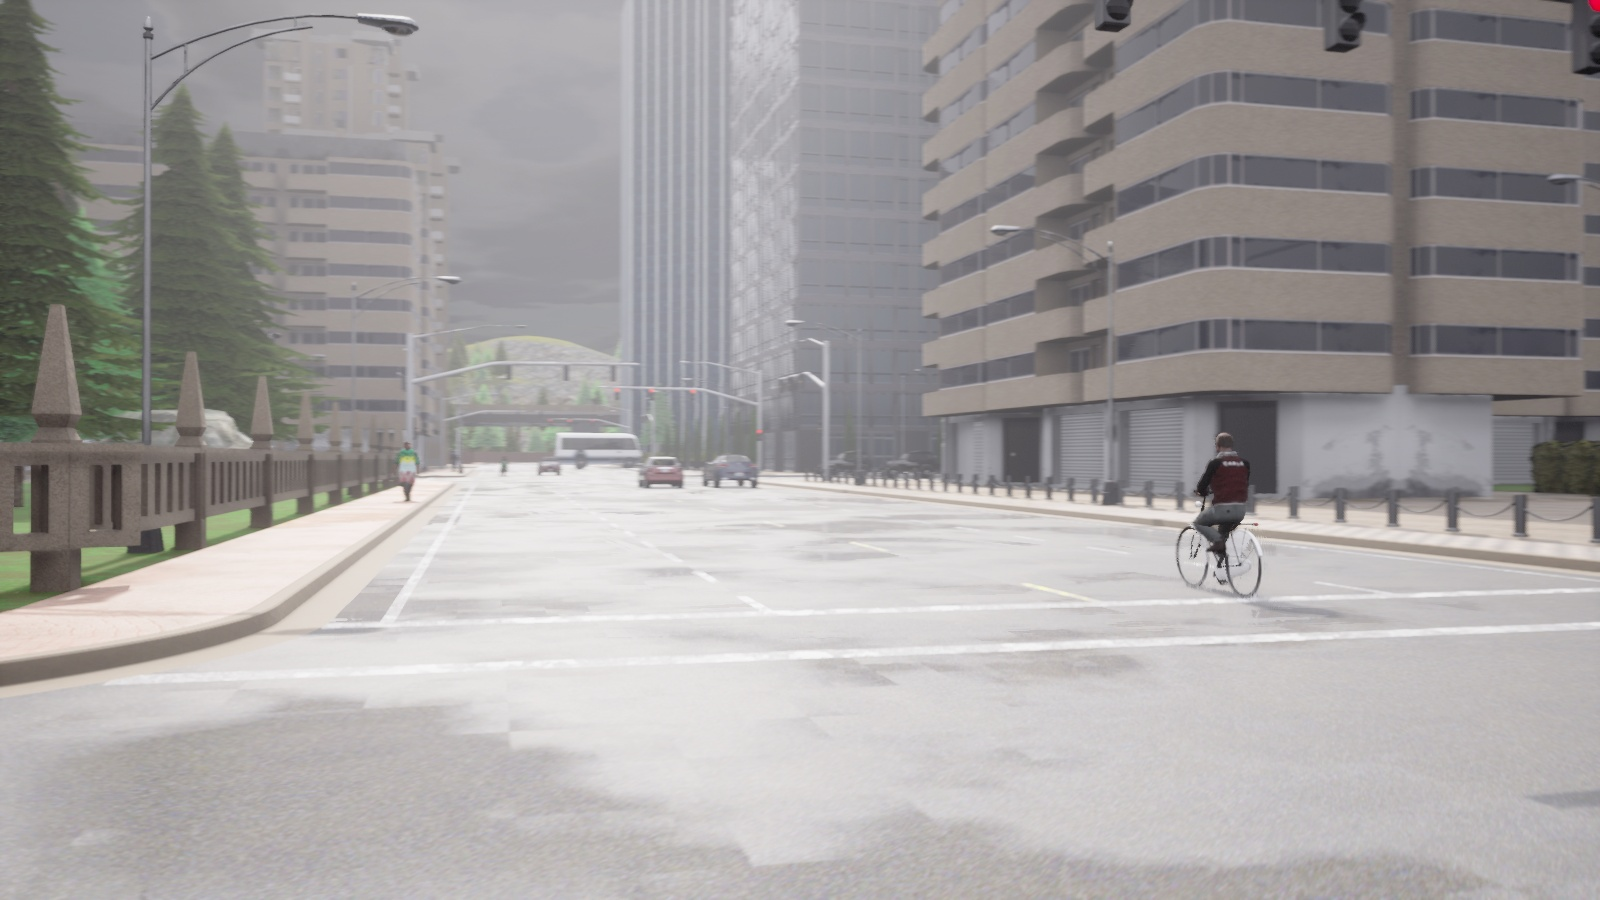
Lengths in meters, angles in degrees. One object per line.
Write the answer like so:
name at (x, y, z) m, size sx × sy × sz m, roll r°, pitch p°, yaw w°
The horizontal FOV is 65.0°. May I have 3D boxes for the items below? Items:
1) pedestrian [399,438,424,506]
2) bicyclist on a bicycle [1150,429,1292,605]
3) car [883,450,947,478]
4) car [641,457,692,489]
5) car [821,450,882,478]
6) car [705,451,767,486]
pedestrian at (-11.440, 0.643, 37.023) m, size 0.659 × 1.952 × 0.873 m, roll 0°, pitch 0°, yaw -14°
bicyclist on a bicycle at (4.553, 0.682, 13.731) m, size 0.659 × 1.776 × 1.843 m, roll -1°, pitch 0°, yaw -10°
car at (7.694, 0.943, 84.370) m, size 3.866 × 1.878 × 1.905 m, roll 0°, pitch 0°, yaw -13°
car at (-6.455, 1.069, 60.425) m, size 1.970 × 1.475 × 3.806 m, roll 0°, pitch 0°, yaw -13°
car at (3.563, 0.968, 87.001) m, size 3.866 × 1.878 × 1.905 m, roll 0°, pitch 0°, yaw -13°
car at (-3.184, 0.881, 61.794) m, size 2.152 × 1.651 × 5.027 m, roll 0°, pitch 0°, yaw -13°
